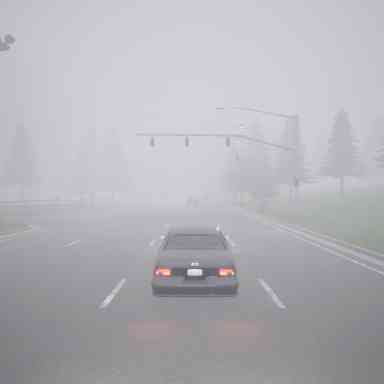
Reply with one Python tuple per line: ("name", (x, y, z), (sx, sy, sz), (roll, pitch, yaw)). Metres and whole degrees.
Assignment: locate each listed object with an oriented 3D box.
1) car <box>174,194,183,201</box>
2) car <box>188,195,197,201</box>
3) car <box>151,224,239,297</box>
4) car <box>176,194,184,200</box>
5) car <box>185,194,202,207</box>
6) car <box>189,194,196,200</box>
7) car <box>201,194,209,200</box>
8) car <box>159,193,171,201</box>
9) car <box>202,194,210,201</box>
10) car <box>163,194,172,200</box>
("car", (-3.413, 1.517, 83.829), (1.812, 1.442, 4.674), (0, 0, 0))
("car", (0.087, 1.531, 83.408), (2.033, 1.411, 5.357), (0, 0, 0))
("car", (0.075, 1.547, 8.726), (2.033, 1.411, 5.357), (0, 0, 0))
("car", (-3.402, 1.358, 93.832), (2.128, 1.511, 4.902), (0, 0, 0))
("car", (0.053, 1.352, 52.765), (2.097, 1.767, 4.553), (0, 0, 0))
("car", (0.098, 1.310, 93.828), (1.882, 1.535, 5.008), (0, 0, 0))
("car", (3.598, 1.310, 93.825), (1.882, 1.535, 5.008), (0, 0, 0))
("car", (-6.913, 1.217, 83.446), (2.150, 2.045, 5.566), (0, 0, 0))
("car", (3.587, 1.492, 83.405), (1.837, 1.490, 4.892), (0, 0, 0))
("car", (-6.902, 1.385, 93.836), (1.994, 1.385, 4.181), (0, 0, 0))
